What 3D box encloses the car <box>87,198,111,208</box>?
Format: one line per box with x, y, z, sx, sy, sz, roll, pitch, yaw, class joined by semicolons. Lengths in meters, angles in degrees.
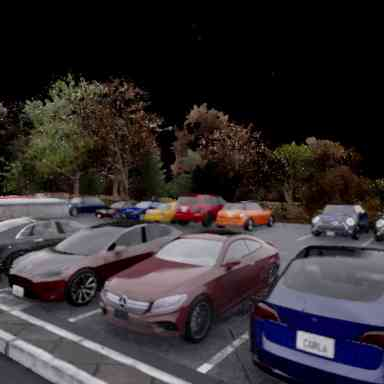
-5.646;1.421;27.156;2.163;1.488;4.792;1;0;36;car

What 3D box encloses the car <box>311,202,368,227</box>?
7.858;1.382;17.526;2.185;1.767;4.553;0;0;36;car

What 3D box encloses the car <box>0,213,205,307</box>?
-1.969;1.519;8.407;2.163;1.488;4.792;0;0;36;car

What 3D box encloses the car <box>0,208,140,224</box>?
-4.216;1.471;10.049;2.231;1.521;4.892;0;0;36;car

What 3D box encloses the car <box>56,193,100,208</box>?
-10.131;1.225;30.455;2.185;1.767;4.553;1;0;36;car

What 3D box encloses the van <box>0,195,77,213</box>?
-6.639;1.224;11.656;1.878;1.987;4.442;0;0;36;van

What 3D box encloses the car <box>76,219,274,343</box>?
0.309;1.549;6.808;2.002;1.452;4.674;0;0;36;car

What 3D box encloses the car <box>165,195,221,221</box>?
1.073;1.198;22.398;2.435;2.045;5.566;0;0;36;car

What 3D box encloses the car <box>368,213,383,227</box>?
10.120;1.402;15.900;2.185;1.767;4.553;0;0;36;car

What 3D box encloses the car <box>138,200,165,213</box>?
-1.098;1.427;24.152;1.946;1.575;5.366;0;0;36;car

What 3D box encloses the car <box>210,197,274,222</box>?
3.400;1.344;20.652;2.185;1.767;4.553;0;0;36;car

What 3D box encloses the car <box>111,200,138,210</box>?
-3.362;1.411;25.558;2.097;1.535;5.008;1;0;36;car

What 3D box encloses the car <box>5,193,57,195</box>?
-8.747;1.180;13.279;2.435;2.045;5.566;0;0;36;car

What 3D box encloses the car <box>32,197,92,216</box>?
-12.408;1.331;32.061;2.231;1.521;4.892;1;0;36;car

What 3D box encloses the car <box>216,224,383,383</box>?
2.585;1.558;5.206;2.163;1.488;4.792;0;0;36;car

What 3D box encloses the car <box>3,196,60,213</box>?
-16.933;1.286;35.310;2.097;1.535;5.008;1;0;36;car
